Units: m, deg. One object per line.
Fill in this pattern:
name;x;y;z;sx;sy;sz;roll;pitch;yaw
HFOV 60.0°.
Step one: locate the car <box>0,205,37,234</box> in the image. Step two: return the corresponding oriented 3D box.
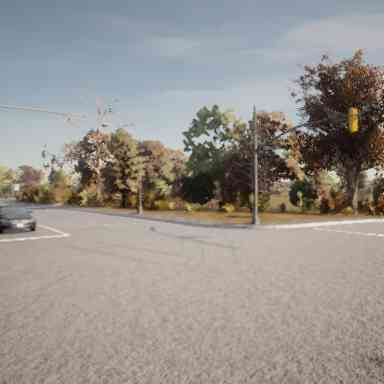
car;-10.480;1.505;19.448;1.812;1.442;4.674;0;0;-37
